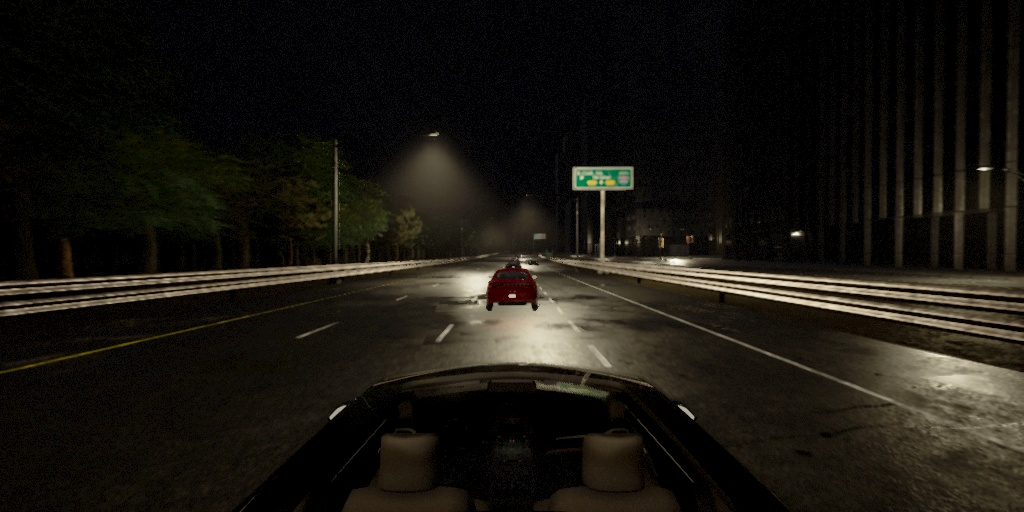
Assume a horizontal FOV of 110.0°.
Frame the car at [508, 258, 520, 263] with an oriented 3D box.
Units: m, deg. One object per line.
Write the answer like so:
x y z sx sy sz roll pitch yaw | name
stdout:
0.196 1.272 44.905 1.994 1.385 4.181 0 0 1 | car

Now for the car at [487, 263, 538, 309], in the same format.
0.018 1.232 14.910 1.882 1.535 5.008 0 0 0 | car
